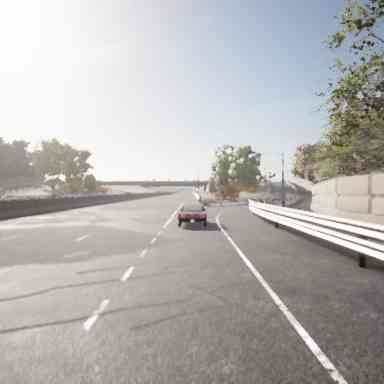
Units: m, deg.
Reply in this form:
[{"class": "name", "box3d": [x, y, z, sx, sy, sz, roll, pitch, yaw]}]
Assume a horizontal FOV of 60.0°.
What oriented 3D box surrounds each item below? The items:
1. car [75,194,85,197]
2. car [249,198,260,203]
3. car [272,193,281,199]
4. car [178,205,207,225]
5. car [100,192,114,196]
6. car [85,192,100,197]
[{"class": "car", "box3d": [-27.975, 1.231, 84.104, 1.882, 1.535, 5.008, 0, 0, 0]}, {"class": "car", "box3d": [12.977, 1.959, 67.366, 1.882, 1.535, 5.008, 0, 0, 25]}, {"class": "car", "box3d": [22.852, 1.627, 90.195, 1.895, 1.301, 4.718, 0, 3, 21]}, {"class": "car", "box3d": [0.107, 1.528, 23.060, 1.895, 1.301, 4.718, 0, 0, 2]}, {"class": "car", "box3d": [-20.975, 1.278, 84.102, 2.128, 1.511, 4.902, 0, 0, 0]}, {"class": "car", "box3d": [-24.475, 0.978, 84.072, 2.150, 2.045, 5.566, 0, 0, 0]}]
